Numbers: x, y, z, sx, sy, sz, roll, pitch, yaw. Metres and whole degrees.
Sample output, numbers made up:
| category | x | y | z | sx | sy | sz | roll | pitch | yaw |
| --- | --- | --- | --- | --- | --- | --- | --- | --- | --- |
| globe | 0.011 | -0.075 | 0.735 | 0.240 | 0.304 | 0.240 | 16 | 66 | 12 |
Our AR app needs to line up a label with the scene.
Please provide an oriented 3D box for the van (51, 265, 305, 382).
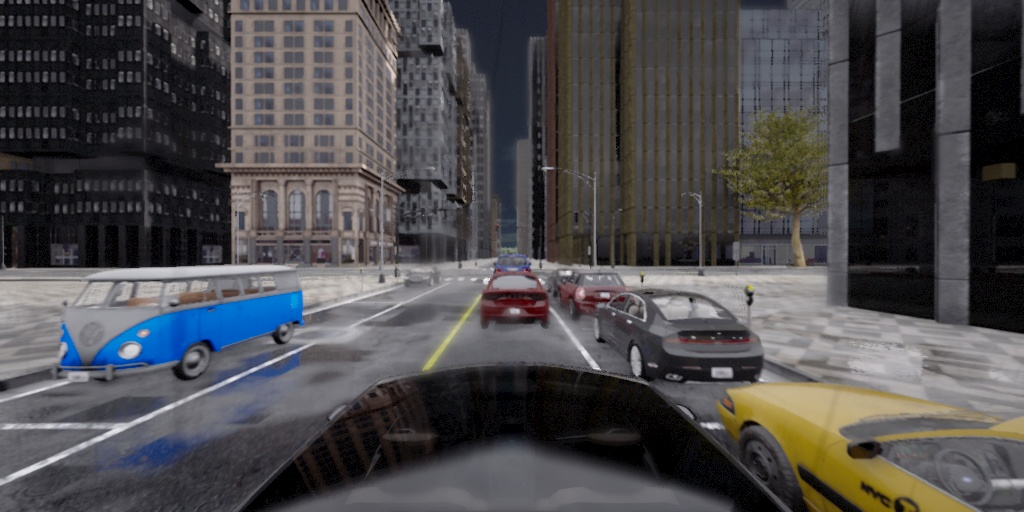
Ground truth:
| category | x | y | z | sx | sy | sz | roll | pitch | yaw |
| --- | --- | --- | --- | --- | --- | --- | --- | --- | --- |
| van | -5.772 | 1.083 | 6.874 | 1.690 | 1.789 | 3.998 | 0 | 0 | 0 |

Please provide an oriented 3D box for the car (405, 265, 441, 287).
| category | x | y | z | sx | sy | sz | roll | pitch | yaw |
| --- | --- | --- | --- | --- | --- | --- | --- | --- | --- |
| car | -5.810 | 1.262 | 23.797 | 2.007 | 1.370 | 4.403 | 0 | 0 | 0 |

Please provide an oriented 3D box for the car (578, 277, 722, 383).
| category | x | y | z | sx | sy | sz | roll | pitch | yaw |
| --- | --- | --- | --- | --- | --- | --- | --- | --- | --- |
| car | 2.754 | 1.292 | 6.894 | 2.007 | 1.370 | 4.403 | 0 | 0 | 0 |

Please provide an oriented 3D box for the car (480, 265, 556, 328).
| category | x | y | z | sx | sy | sz | roll | pitch | yaw |
| --- | --- | --- | --- | --- | --- | --- | --- | --- | --- |
| car | 0.073 | 1.211 | 11.373 | 1.882 | 1.535 | 5.008 | 0 | 0 | 0 |

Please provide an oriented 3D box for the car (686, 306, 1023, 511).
| category | x | y | z | sx | sy | sz | roll | pitch | yaw |
| --- | --- | --- | --- | --- | --- | --- | --- | --- | --- |
| car | 2.766 | 1.276 | 1.423 | 1.751 | 1.417 | 4.829 | 0 | 0 | 0 |

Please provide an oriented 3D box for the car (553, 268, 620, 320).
| category | x | y | z | sx | sy | sz | roll | pitch | yaw |
| --- | --- | --- | --- | --- | --- | --- | --- | --- | --- |
| car | 2.741 | 1.171 | 12.536 | 1.967 | 1.591 | 4.097 | 0 | 0 | 0 |

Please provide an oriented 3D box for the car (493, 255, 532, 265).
| category | x | y | z | sx | sy | sz | roll | pitch | yaw |
| --- | --- | --- | --- | --- | --- | --- | --- | --- | --- |
| car | 0.032 | 0.936 | 21.793 | 2.150 | 2.045 | 5.566 | 0 | 0 | 0 |
